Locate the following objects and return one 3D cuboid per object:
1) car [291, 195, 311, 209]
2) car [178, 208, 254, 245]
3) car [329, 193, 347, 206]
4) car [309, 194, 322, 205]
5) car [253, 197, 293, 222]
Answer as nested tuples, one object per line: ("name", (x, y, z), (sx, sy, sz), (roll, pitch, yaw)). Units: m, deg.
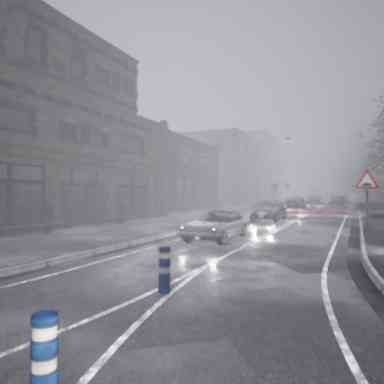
("car", (10.993, 1.137, 35.251), (1.994, 1.385, 4.181), (0, -6, 27))
("car", (1.174, 1.552, 15.505), (1.895, 1.301, 4.718), (0, 1, 26))
("car", (19.579, 1.141, 45.016), (2.033, 1.411, 5.357), (0, 1, 27))
("car", (17.993, 1.055, 49.146), (1.837, 1.490, 4.892), (0, 0, 27))
("car", (5.792, 1.339, 24.809), (2.128, 1.511, 4.902), (0, 1, 26))
